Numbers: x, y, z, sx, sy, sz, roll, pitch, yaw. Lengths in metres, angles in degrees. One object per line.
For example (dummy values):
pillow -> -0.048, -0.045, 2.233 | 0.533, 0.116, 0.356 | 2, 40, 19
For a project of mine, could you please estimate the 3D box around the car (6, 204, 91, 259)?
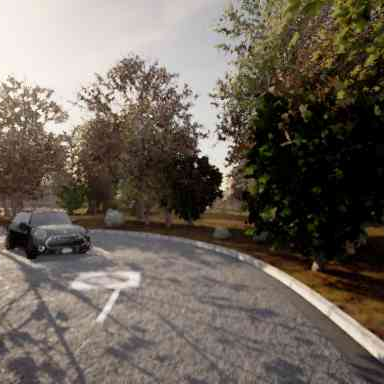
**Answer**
car -> -5.840, 1.506, 13.343 | 2.097, 1.767, 4.553 | 1, -2, -41
